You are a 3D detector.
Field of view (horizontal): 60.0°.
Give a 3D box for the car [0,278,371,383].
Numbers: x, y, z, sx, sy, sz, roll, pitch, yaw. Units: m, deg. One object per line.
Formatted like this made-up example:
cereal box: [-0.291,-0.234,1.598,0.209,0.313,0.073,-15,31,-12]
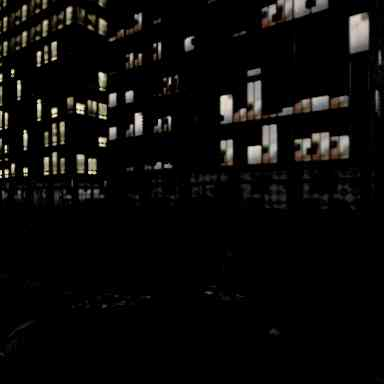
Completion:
car: [-0.602,1.588,3.300,4.313,1.339,1.947,-1,0,36]
